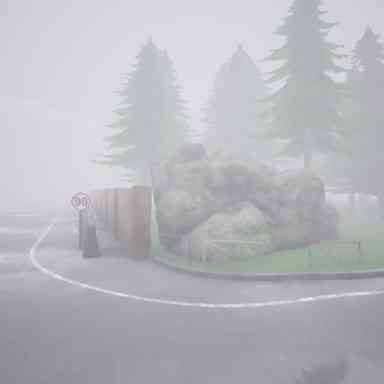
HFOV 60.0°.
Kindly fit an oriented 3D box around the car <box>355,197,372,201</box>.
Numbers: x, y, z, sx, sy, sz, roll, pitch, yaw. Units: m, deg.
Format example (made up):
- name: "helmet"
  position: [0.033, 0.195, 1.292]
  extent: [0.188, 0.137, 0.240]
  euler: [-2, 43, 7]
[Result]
- name: "car"
  position: [28.738, 1.455, 54.253]
  extent: [1.882, 1.535, 5.008]
  euler: [0, 0, -13]
